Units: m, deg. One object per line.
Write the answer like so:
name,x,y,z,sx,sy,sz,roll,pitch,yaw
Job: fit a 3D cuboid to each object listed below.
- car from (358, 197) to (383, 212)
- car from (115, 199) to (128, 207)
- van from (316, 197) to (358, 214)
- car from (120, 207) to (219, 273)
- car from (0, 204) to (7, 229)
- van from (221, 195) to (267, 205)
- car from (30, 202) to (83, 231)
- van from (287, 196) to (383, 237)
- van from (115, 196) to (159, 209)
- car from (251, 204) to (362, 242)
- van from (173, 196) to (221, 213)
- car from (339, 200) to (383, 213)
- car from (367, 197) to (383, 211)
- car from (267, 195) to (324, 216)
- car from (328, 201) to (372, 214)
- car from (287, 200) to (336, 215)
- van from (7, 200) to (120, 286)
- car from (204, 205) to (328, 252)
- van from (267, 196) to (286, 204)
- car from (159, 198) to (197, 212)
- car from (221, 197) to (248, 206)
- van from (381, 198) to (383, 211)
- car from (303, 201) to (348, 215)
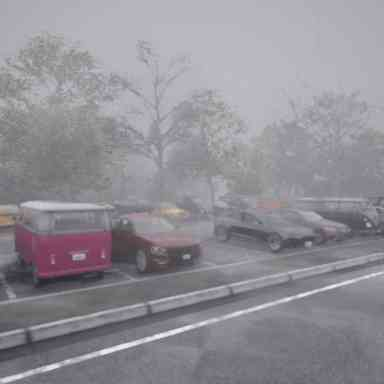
car,27.077,1.776,47.563,2.435,2.045,5.566,1,-1,-35
car,-6.763,1.500,23.483,2.231,1.521,4.892,0,0,-35
van,17.867,1.604,41.179,1.878,1.987,4.442,1,-1,-35
car,-1.588,1.495,11.123,2.097,1.535,5.008,0,0,-35
car,-11.378,1.490,20.196,2.097,1.535,5.008,0,0,-35
van,4.461,1.310,31.342,1.878,1.987,4.442,1,0,-35
car,-9.019,1.495,21.876,2.097,1.535,5.008,0,0,-35
van,7.527,1.287,17.467,1.878,1.987,4.442,0,0,-35
van,-4.578,1.278,25.190,1.878,1.987,4.442,0,0,-35
car,5.196,1.548,15.953,2.002,1.452,4.674,0,0,-35
van,0.070,1.287,28.214,1.878,1.987,4.442,0,0,-35
car,22.548,1.929,44.364,2.097,1.535,5.008,1,-1,-35
car,29.333,1.825,49.170,2.435,2.045,5.566,1,-1,-35
car,11.184,1.432,36.240,2.435,2.045,5.566,1,-1,-35
car,20.185,1.918,42.691,2.002,1.452,4.674,1,-1,-35
car,13.525,1.734,37.936,2.097,1.535,5.008,1,-1,-35
van,-3.914,1.265,9.603,1.878,1.987,4.442,0,0,-35
car,2.953,1.533,14.315,2.163,1.488,4.792,0,0,-35
van,6.690,1.361,33.216,1.878,1.987,4.442,1,-1,-35
car,-2.146,1.505,26.552,1.946,1.575,5.366,0,0,-35
car,2.255,1.517,29.920,2.097,1.535,5.008,0,0,-35
van,31.640,1.899,50.704,1.878,1.987,4.442,1,-1,-35
car,15.779,1.823,39.546,2.002,1.452,4.674,1,-1,-35
